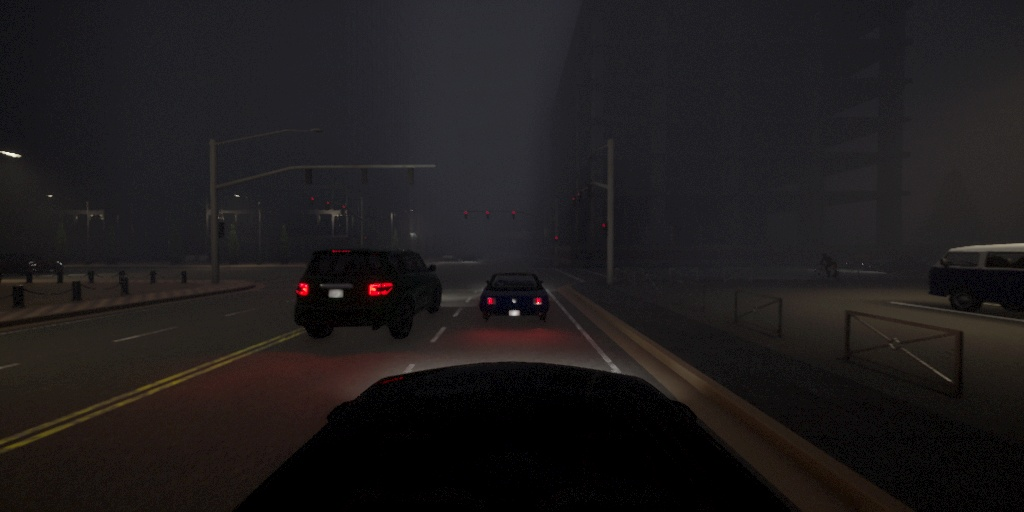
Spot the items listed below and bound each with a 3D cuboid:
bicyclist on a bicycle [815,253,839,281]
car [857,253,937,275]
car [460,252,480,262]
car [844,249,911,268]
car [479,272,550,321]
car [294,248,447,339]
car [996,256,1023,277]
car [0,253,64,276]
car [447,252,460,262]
[{"bbox_3d":[18.330,0.643,20.886,0.582,1.620,1.656,0,1,0],"label":"bicyclist on a bicycle"},{"bbox_3d":[34.179,0.661,31.911,4.674,1.442,1.812,0,1,0],"label":"car"},{"bbox_3d":[-7.048,0.224,60.584,1.994,1.385,4.181,0,1,1],"label":"car"},{"bbox_3d":[36.270,0.291,35.415,5.566,2.045,2.150,0,1,0],"label":"car"},{"bbox_3d":[0.076,1.168,11.601,1.895,1.301,4.718,0,1,0],"label":"car"},{"bbox_3d":[-3.438,0.817,9.734,2.150,2.045,5.566,0,0,0],"label":"car"},{"bbox_3d":[42.132,0.706,28.310,4.892,1.490,1.837,0,1,0],"label":"car"},{"bbox_3d":[-37.894,0.564,27.757,4.553,1.767,2.097,0,1,1],"label":"car"},{"bbox_3d":[-10.547,0.186,60.574,1.812,1.442,4.674,0,1,1],"label":"car"}]
